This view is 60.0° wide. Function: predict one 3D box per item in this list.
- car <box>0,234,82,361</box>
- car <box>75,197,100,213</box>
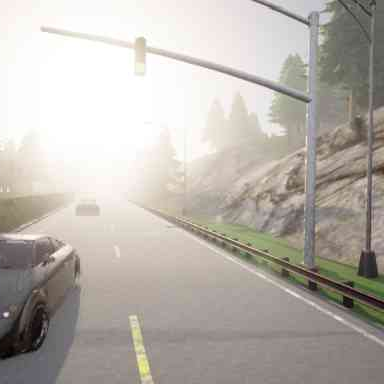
[{"bbox_3d":[-3.247,1.456,5.727,1.994,1.385,4.181,1,1,-7],"label":"car"},{"bbox_3d":[-9.358,1.163,30.093,1.994,1.385,4.181,1,1,-15],"label":"car"}]
